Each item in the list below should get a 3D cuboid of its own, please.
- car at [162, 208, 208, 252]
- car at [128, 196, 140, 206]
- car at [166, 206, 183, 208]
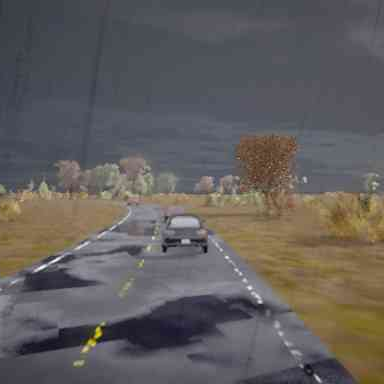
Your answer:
[{"bbox_3d":[-0.345,1.663,14.510,1.812,1.442,4.674,0,0,-3],"label":"car"},{"bbox_3d":[-12.419,1.925,70.516,2.150,2.045,5.566,0,-1,-15],"label":"car"},{"bbox_3d":[-1.524,1.880,29.262,1.895,1.301,4.718,0,-1,-6],"label":"car"}]
